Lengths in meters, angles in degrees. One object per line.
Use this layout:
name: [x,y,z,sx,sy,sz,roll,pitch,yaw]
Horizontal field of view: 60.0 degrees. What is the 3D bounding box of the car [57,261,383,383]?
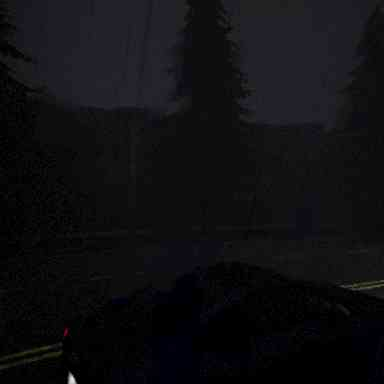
car: [0.707,1.553,3.832,4.181,1.385,1.994,0,0,-32]
